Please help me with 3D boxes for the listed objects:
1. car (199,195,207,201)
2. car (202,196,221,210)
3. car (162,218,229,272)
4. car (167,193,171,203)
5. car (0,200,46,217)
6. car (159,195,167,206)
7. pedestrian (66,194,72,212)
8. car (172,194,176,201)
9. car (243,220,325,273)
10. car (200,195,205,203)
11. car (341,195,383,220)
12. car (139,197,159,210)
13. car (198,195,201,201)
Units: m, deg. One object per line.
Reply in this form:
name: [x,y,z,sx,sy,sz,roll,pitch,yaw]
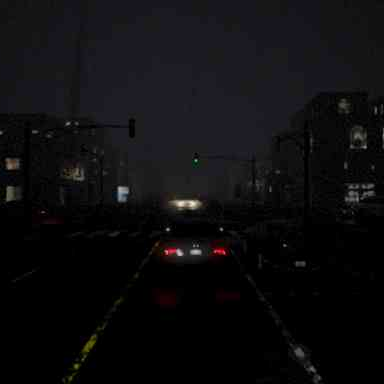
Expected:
car: [2.681,1.438,81.486,1.967,1.590,4.097,0,0,0]
car: [2.687,1.561,42.834,1.947,1.339,4.313,0,0,0]
car: [0.096,1.546,10.787,2.033,1.411,5.357,0,0,0]
car: [-5.697,1.435,64.933,1.967,1.590,4.097,0,0,0]
car: [-15.094,1.448,28.430,4.892,1.490,1.837,0,-1,2]
car: [-5.696,1.546,53.889,2.008,1.369,4.403,0,0,0]
pedestrian: [-12.557,1.125,33.978,0.375,1.860,0.375,0,-1,1]
car: [-5.700,1.314,87.022,2.192,1.841,5.009,0,0,0]
car: [2.693,1.550,10.443,2.008,1.369,4.403,0,0,0]
car: [2.685,1.577,53.876,1.802,1.307,4.206,0,0,0]
car: [15.607,1.308,28.015,5.566,2.045,2.150,0,0,1]
car: [-5.694,1.577,42.845,1.802,1.307,4.206,0,0,0]
car: [2.682,1.547,70.443,2.008,1.369,4.403,0,0,0]
